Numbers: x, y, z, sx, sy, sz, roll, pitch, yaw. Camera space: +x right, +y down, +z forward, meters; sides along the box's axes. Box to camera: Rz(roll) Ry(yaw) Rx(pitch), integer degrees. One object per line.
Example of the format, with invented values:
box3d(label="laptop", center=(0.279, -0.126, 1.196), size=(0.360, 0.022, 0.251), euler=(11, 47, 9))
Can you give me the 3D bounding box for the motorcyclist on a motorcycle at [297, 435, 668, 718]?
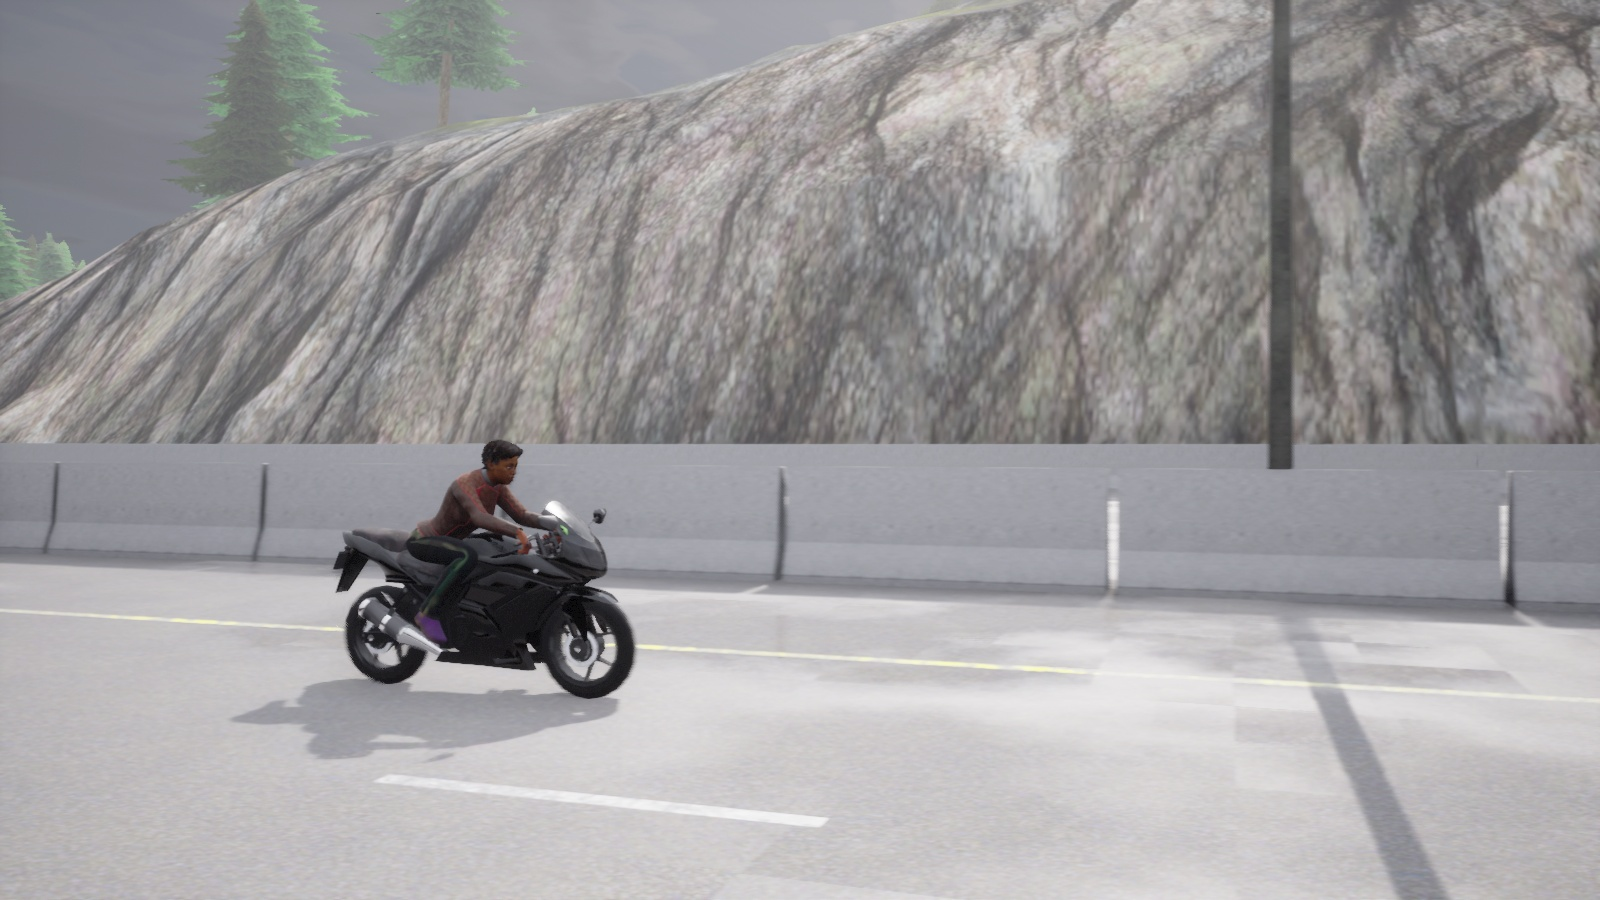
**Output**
box3d(label="motorcyclist on a motorcycle", center=(-1.893, 0.680, 7.522), size=(2.044, 1.523, 0.797), euler=(1, 1, 19))
